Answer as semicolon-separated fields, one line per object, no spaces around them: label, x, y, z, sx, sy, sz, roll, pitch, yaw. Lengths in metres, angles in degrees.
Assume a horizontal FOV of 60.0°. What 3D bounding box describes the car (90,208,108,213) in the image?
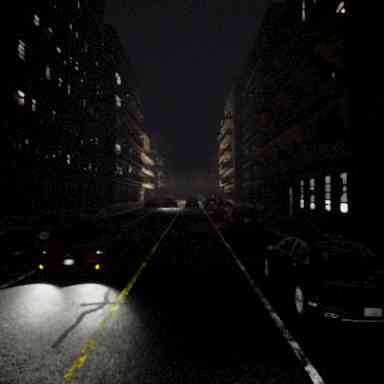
car;-5.676;1.571;18.499;2.008;1.369;4.403;1;0;0

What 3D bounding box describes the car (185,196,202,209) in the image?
car;0.015;1.619;46.752;1.994;1.385;4.181;0;0;1

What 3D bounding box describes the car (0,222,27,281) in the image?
car;-5.678;1.574;7.176;1.947;1.339;4.313;1;0;0

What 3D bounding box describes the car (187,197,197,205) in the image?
car;0.008;1.673;60.380;1.895;1.301;4.718;0;0;0

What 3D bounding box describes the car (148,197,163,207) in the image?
car;-5.671;1.588;52.300;1.752;1.417;4.829;1;0;0

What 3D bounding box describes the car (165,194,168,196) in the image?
car;-5.671;1.595;57.961;1.752;1.417;4.829;1;0;0

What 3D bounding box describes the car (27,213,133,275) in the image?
car;-3.101;1.575;10.368;1.994;1.385;4.181;0;0;0

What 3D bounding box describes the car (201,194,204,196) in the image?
car;2.710;1.502;52.428;1.967;1.590;4.097;1;0;0

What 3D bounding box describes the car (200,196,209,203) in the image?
car;2.711;1.676;75.074;1.802;1.307;4.206;1;0;0

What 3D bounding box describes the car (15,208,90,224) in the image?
car;-5.675;1.454;12.838;1.967;1.590;4.097;1;0;0

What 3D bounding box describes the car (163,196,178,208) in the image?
car;-3.074;1.621;47.978;1.994;1.385;4.181;0;0;0

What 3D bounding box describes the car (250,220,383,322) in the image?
car;2.703;1.558;7.135;2.008;1.369;4.403;1;0;0

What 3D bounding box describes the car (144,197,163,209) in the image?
car;-5.672;1.600;46.809;1.887;1.381;4.507;1;0;0

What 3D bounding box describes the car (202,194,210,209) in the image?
car;2.710;1.495;46.767;1.967;1.590;4.097;1;0;0

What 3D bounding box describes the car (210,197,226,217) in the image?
car;3.004;1.492;32.199;1.801;1.575;5.366;0;0;0

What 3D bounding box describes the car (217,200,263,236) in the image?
car;2.706;1.460;18.458;1.967;1.590;4.097;1;0;0

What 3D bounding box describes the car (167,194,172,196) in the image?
car;-5.664;1.419;80.778;2.192;1.841;5.009;1;0;0

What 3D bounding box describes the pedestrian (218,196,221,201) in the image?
pedestrian;3.005;1.334;35.206;0.375;1.860;0.375;1;-1;-3

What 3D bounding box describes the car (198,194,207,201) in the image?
car;2.716;1.427;86.398;2.192;1.841;5.009;1;0;0
